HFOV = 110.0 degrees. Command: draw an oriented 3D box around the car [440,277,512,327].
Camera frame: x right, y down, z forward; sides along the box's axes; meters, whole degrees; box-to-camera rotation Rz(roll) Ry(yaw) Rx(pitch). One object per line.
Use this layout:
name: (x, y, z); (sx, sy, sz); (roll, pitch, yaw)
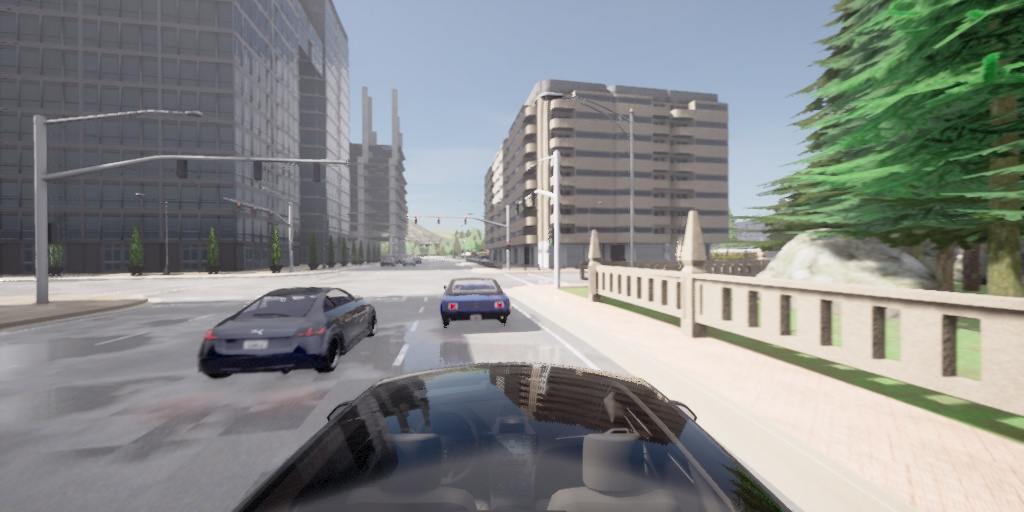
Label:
car: (-1.259, 1.318, 11.545); (1.895, 1.301, 4.718); (0, 0, -9)

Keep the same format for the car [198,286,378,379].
car: (-4.194, 1.316, 7.463); (1.994, 1.385, 4.181); (0, 0, -8)

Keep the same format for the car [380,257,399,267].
car: (-21.140, 0.986, 61.231); (2.097, 1.767, 4.553); (0, 0, -10)

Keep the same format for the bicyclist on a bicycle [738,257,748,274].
bicyclist on a bicycle: (15.463, 0.915, 23.963); (0.582, 1.620, 1.656); (0, 0, -11)

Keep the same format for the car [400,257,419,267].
car: (-17.681, 1.135, 61.792); (1.812, 1.442, 4.674); (0, 0, -10)
